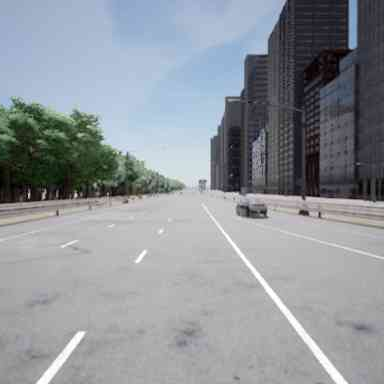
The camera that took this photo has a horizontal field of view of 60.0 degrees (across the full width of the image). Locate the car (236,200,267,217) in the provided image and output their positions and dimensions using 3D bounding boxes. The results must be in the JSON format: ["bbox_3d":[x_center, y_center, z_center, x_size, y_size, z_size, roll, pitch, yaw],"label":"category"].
[{"bbox_3d":[5.317,1.432,30.208,2.128,1.511,4.902,0,0,-7],"label":"car"}]
